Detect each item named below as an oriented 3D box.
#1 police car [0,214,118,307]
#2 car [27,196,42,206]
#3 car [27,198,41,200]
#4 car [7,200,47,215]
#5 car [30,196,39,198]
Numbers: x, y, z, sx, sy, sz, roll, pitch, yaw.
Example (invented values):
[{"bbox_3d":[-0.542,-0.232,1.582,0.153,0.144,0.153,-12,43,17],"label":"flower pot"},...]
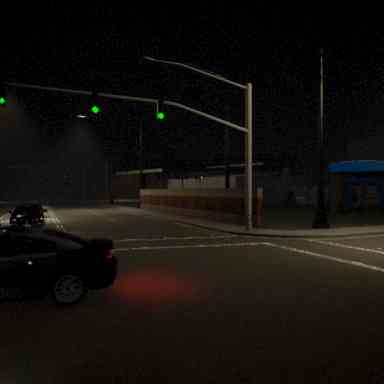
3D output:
[{"bbox_3d":[-4.172,1.419,6.707,5.238,1.638,1.930,0,0,-23],"label":"police car"},{"bbox_3d":[-25.437,1.458,53.866,2.128,1.511,4.902,0,0,-24],"label":"car"},{"bbox_3d":[-14.587,1.559,30.185,1.994,1.385,4.181,0,0,-25],"label":"car"},{"bbox_3d":[-10.410,1.511,21.128,1.837,1.490,4.892,0,0,-25],"label":"car"},{"bbox_3d":[-18.803,1.475,39.331,2.128,1.511,4.902,0,0,-25],"label":"car"}]
